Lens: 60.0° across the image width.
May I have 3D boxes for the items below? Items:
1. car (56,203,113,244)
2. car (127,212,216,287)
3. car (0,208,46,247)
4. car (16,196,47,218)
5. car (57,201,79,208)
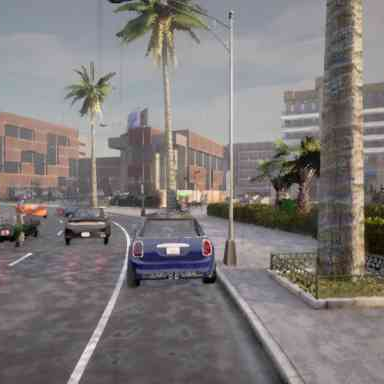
[{"bbox_3d":[-4.826,1.489,15.779,2.128,1.511,4.902,0,0,-13],"label":"car"},{"bbox_3d":[-0.703,1.351,9.627,2.097,1.767,4.553,0,0,-7],"label":"car"},{"bbox_3d":[-8.198,1.595,14.864,1.895,1.301,4.718,0,0,-12],"label":"car"},{"bbox_3d":[-14.160,1.339,29.175,2.097,1.767,4.553,0,0,-33],"label":"car"},{"bbox_3d":[-11.362,1.556,31.269,1.994,1.385,4.181,0,0,-33],"label":"car"}]
